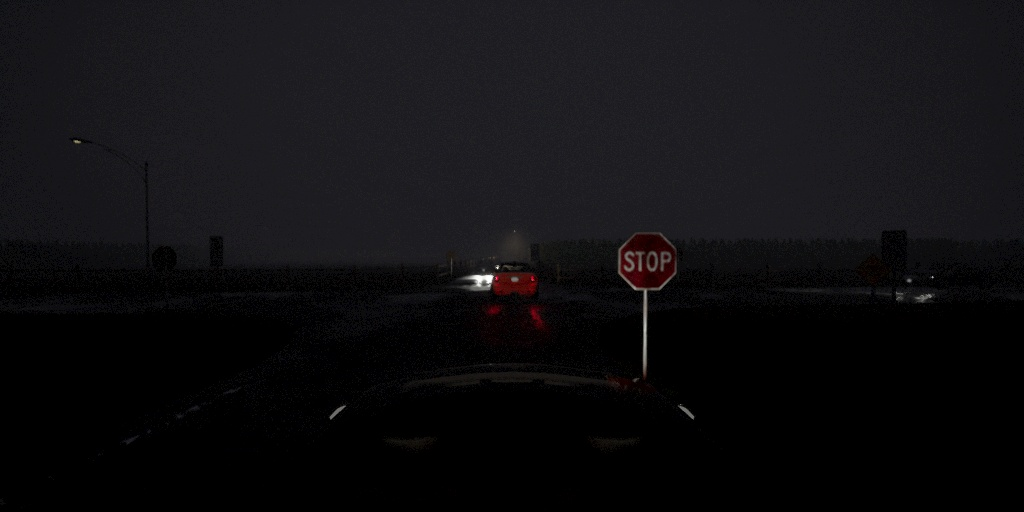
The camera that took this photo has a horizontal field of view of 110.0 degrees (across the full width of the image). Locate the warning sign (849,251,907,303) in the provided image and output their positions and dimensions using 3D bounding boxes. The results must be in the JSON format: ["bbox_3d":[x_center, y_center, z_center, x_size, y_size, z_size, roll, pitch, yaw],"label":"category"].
[{"bbox_3d":[14.090,0.838,13.982,1.060,1.860,1.300,0,0,-6],"label":"warning sign"}]

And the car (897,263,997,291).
[{"bbox_3d":[24.933,1.126,20.622,4.902,1.511,2.128,0,1,-8],"label":"car"}]

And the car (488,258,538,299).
[{"bbox_3d":[0.128,1.041,17.742,2.097,1.767,4.553,0,0,0],"label":"car"}]

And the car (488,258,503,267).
[{"bbox_3d":[-2.685,1.016,57.894,2.128,1.511,4.902,0,0,1],"label":"car"}]

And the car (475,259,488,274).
[{"bbox_3d":[-2.765,1.105,37.463,2.128,1.511,4.902,0,0,0],"label":"car"}]
